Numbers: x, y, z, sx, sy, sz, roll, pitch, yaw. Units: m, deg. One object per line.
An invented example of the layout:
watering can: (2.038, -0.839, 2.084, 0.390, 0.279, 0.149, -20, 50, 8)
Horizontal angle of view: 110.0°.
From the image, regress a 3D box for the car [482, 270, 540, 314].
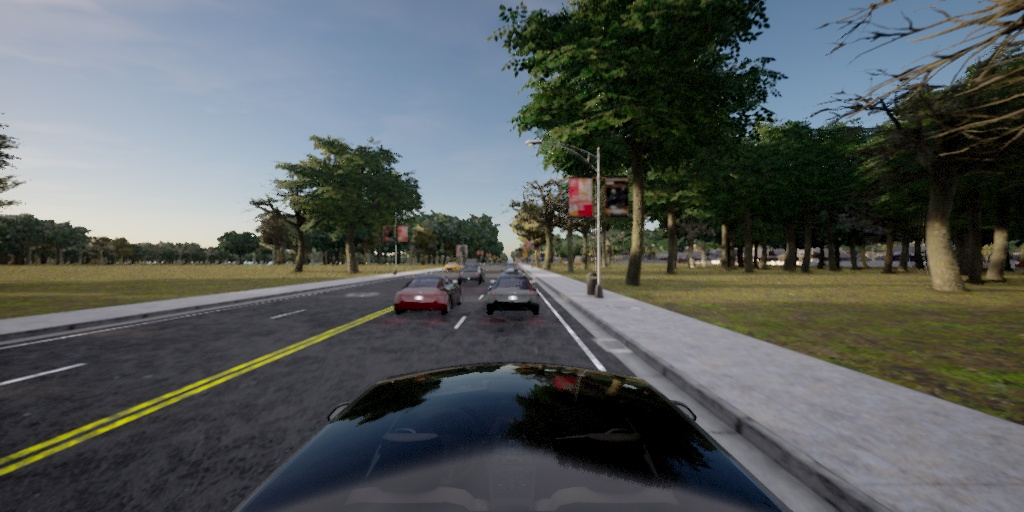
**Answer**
car: (0.047, 1.441, 14.474, 1.994, 1.385, 4.181, 0, 0, 0)

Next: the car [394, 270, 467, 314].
car: (-3.204, 1.441, 14.412, 1.994, 1.385, 4.181, 0, 0, 0)

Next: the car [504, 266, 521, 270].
car: (0.046, 1.556, 29.907, 1.812, 1.442, 4.674, 0, 0, 0)

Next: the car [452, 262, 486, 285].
car: (-3.209, 1.516, 29.232, 2.128, 1.511, 4.902, 0, -1, 0)

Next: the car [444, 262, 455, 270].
car: (-9.818, 1.800, 58.594, 1.882, 1.535, 5.008, 0, -1, 0)

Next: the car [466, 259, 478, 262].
car: (-6.569, 1.543, 58.562, 2.150, 2.045, 5.566, 0, -1, 1)
